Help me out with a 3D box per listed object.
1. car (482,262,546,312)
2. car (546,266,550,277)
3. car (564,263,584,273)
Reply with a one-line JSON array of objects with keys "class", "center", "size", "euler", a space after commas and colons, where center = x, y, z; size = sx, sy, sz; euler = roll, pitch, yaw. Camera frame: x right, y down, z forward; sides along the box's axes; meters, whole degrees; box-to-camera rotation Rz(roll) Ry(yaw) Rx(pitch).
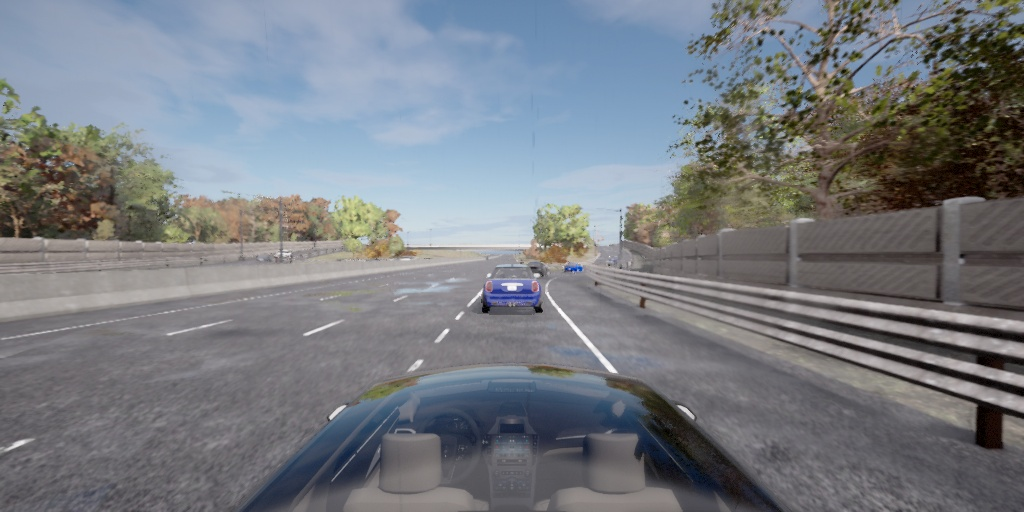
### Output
[{"class": "car", "center": [0.044, 1.105, 14.307], "size": [2.097, 1.767, 4.553], "euler": [0, 0, 1]}, {"class": "car", "center": [2.419, 1.320, 34.369], "size": [1.837, 1.490, 4.892], "euler": [1, 0, 13]}, {"class": "car", "center": [9.344, 1.799, 53.761], "size": [1.882, 1.535, 5.008], "euler": [0, -1, 25]}]
